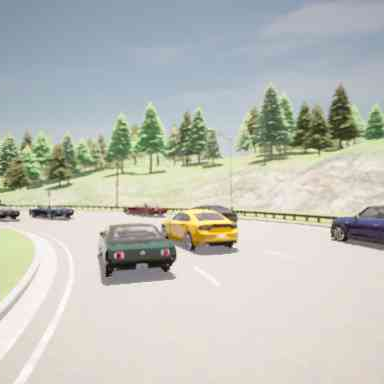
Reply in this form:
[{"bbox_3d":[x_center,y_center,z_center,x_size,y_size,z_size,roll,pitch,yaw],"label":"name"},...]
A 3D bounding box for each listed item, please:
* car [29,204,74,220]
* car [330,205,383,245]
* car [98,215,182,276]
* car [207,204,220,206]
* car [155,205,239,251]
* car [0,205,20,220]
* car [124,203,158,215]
[{"bbox_3d":[-12.912,1.789,30.381,4.718,1.301,1.895,-1,0,37],"label":"car"},{"bbox_3d":[7.882,1.307,13.681,2.097,1.767,4.553,-1,0,-18],"label":"car"},{"bbox_3d":[-1.984,1.643,10.696,1.895,1.301,4.718,0,0,-18],"label":"car"},{"bbox_3d":[0.868,1.541,20.573,1.837,1.490,4.892,0,-1,-31],"label":"car"},{"bbox_3d":[0.147,1.508,14.549,1.882,1.535,5.008,0,0,-23],"label":"car"},{"bbox_3d":[-17.161,1.827,29.174,4.718,1.301,1.895,-1,0,35],"label":"car"},{"bbox_3d":[-4.623,1.715,32.585,4.718,1.301,1.895,-1,0,42],"label":"car"}]
